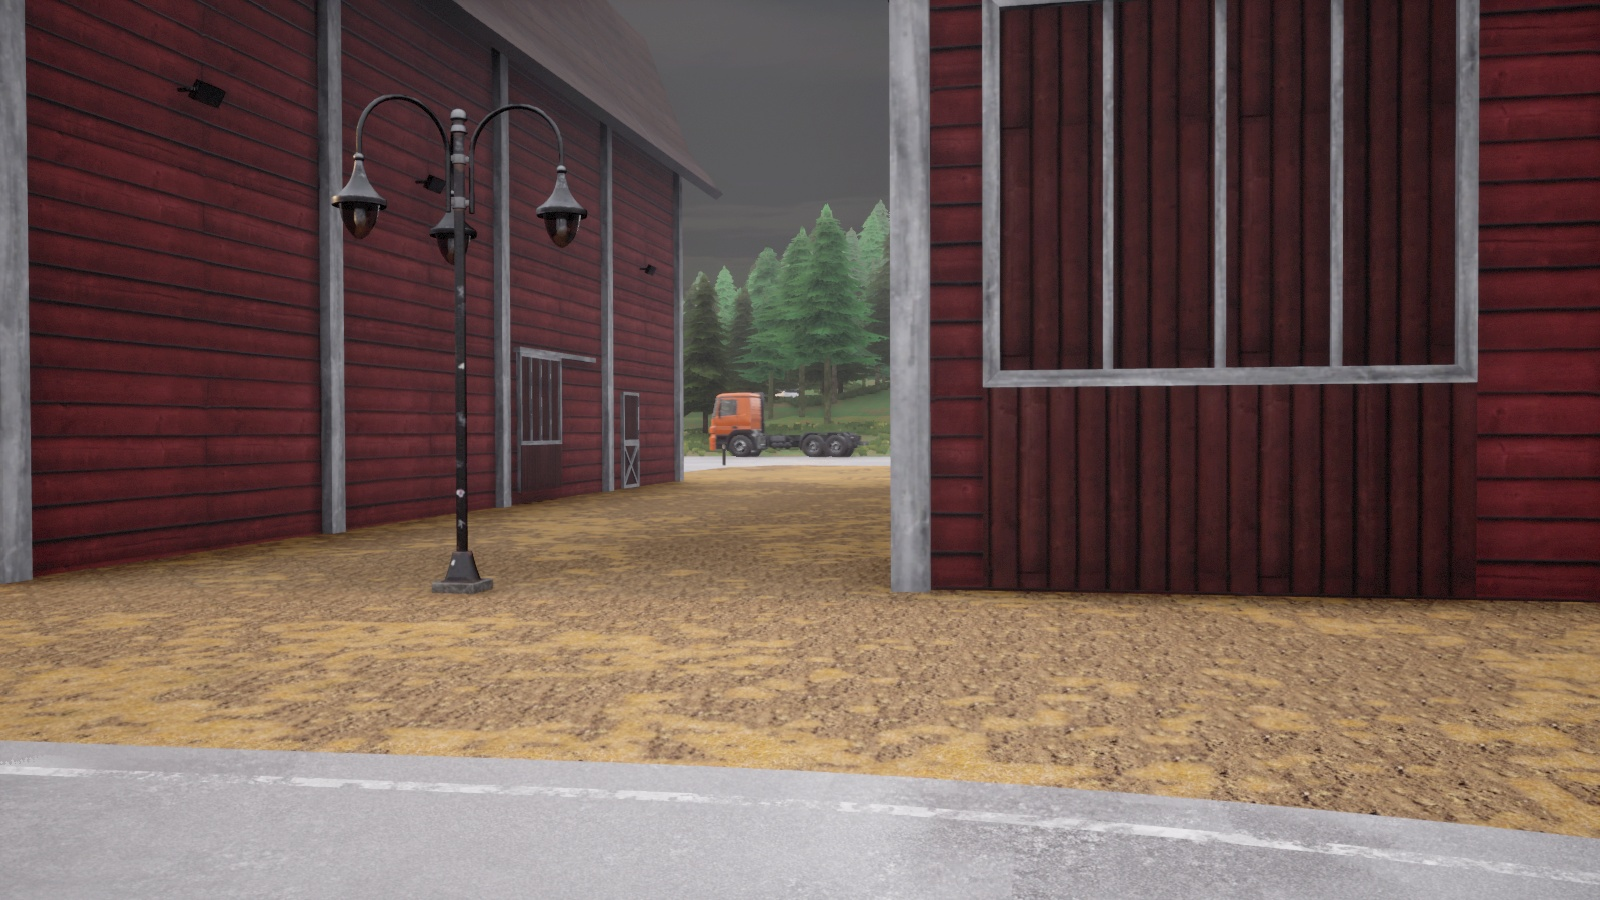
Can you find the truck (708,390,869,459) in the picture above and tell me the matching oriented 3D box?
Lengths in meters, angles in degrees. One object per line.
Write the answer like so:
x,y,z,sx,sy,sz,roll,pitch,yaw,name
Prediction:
-0.565,-1.344,65.358,7.936,3.462,2.891,0,1,12,truck
